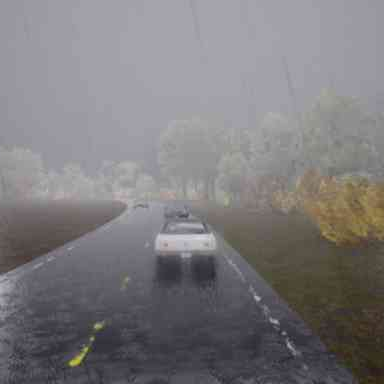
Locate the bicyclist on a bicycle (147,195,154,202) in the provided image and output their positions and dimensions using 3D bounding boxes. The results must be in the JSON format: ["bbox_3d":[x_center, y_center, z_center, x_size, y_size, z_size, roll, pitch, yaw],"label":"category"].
[{"bbox_3d":[-8.610,1.429,72.048,0.866,1.612,1.509,0,0,-15],"label":"bicyclist on a bicycle"}]

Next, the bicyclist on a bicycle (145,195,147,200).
[{"bbox_3d":[-11.044,1.437,80.791,0.582,1.620,1.656,0,0,-16],"label":"bicyclist on a bicycle"}]

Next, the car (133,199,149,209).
[{"bbox_3d":[-6.751,1.570,44.037,1.994,1.385,4.181,0,0,-9],"label":"car"}]

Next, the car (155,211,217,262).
[{"bbox_3d":[-0.265,1.604,12.135,1.895,1.301,4.718,0,0,-2],"label":"car"}]

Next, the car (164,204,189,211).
[{"bbox_3d":[-1.363,1.607,27.227,1.895,1.301,4.718,0,0,-5],"label":"car"}]
